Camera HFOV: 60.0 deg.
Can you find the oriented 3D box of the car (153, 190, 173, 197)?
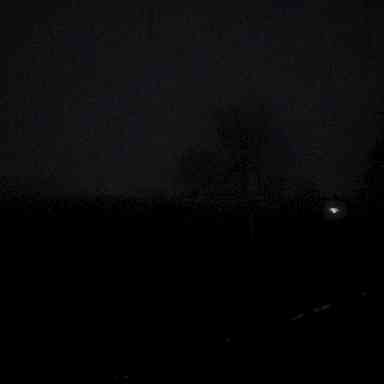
[{"bbox_3d":[-5.816,0.312,66.147,2.033,1.411,5.357,-1,2,-35],"label":"car"}]

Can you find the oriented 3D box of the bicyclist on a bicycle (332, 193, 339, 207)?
[{"bbox_3d":[17.012,0.959,39.390,1.656,1.620,0.582,0,1,-35],"label":"bicyclist on a bicycle"}]

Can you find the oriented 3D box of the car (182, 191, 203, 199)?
[{"bbox_3d":[0.079,0.509,57.935,1.812,1.442,4.674,-1,2,-35],"label":"car"}]
